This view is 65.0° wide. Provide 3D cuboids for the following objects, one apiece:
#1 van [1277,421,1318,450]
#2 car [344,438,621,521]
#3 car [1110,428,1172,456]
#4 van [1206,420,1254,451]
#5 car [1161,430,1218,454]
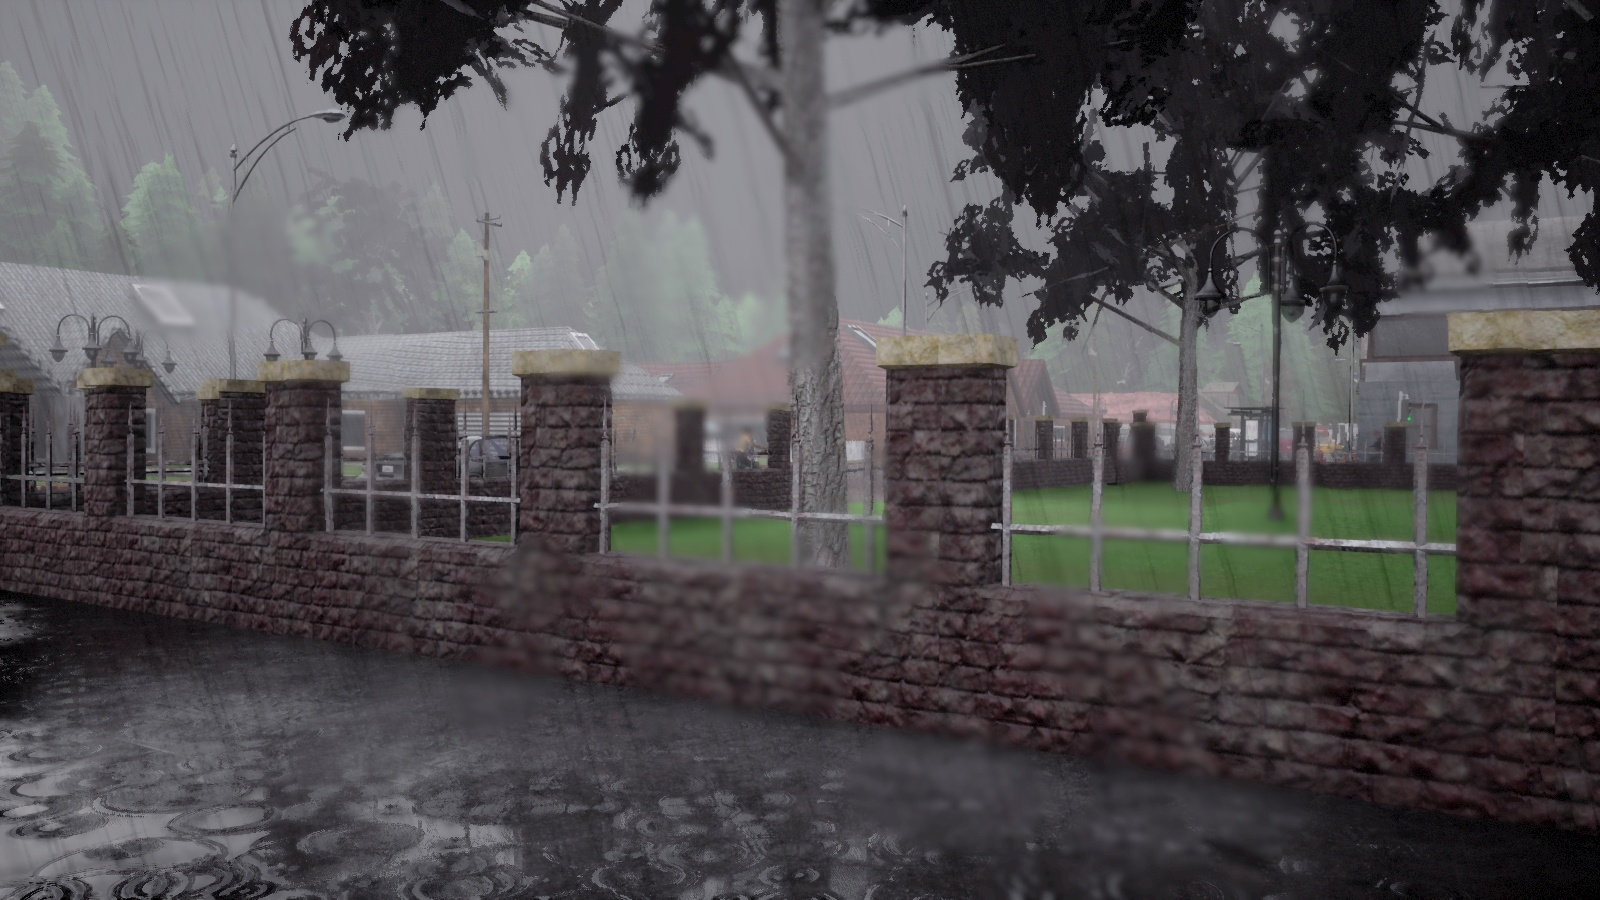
[{"bbox_3d":[34.197,-1.003,86.217,1.775,1.987,4.442,0,1,33],"label":"van"},{"bbox_3d":[-6.040,0.496,24.689,2.033,1.411,5.357,0,1,32],"label":"car"},{"bbox_3d":[19.229,-0.460,70.638,2.007,1.525,4.514,0,1,34],"label":"car"},{"bbox_3d":[29.658,-0.996,86.589,2.069,2.038,4.480,0,1,33],"label":"van"},{"bbox_3d":[24.409,-0.515,78.576,2.033,1.411,5.357,0,1,33],"label":"car"}]
